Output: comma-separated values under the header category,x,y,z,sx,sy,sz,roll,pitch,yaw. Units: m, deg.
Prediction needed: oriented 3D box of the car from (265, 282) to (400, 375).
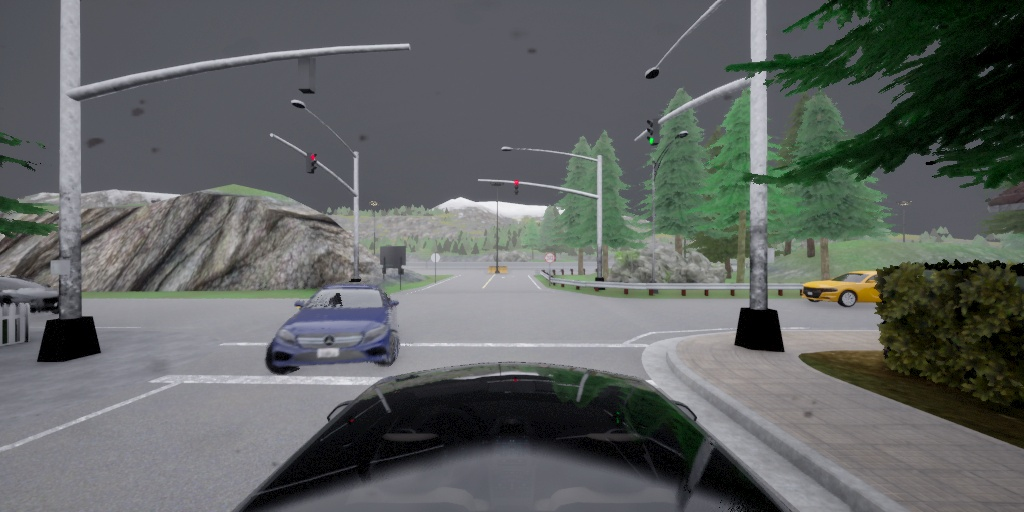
category,x,y,z,sx,sy,sz,roll,pitch,yaw
car,-3.473,1.322,7.819,1.812,1.442,4.674,1,-2,-16

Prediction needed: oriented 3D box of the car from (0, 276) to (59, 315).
category,x,y,z,sx,sy,sz,roll,pitch,yaw
car,-18.415,1.446,12.642,4.892,1.490,1.837,0,0,0

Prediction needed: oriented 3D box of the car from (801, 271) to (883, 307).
category,x,y,z,sx,sy,sz,roll,pitch,yaw
car,15.955,1.419,16.176,5.008,1.535,1.882,0,0,0
